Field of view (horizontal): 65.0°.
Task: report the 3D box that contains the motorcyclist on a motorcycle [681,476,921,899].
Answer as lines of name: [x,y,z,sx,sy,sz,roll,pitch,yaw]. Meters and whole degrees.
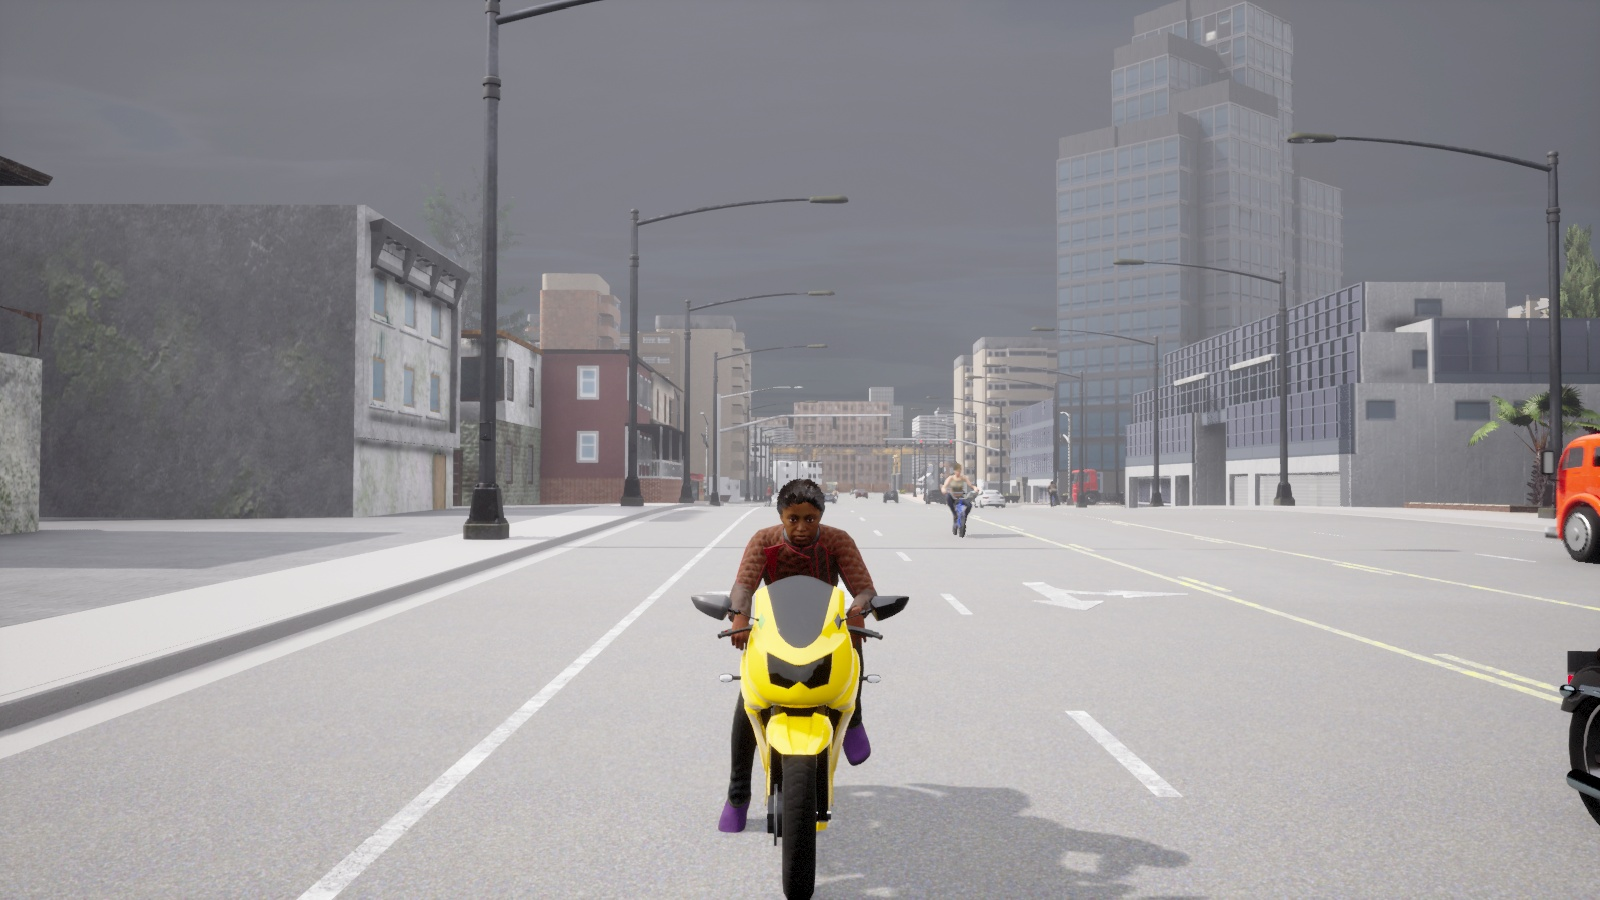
motorcyclist on a motorcycle: [0.010,0.876,5.219,0.797,1.523,2.044,0,-1,0]

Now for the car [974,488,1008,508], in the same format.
car: [14.162,3.577,93.469,1.812,1.442,4.674,0,-2,0]

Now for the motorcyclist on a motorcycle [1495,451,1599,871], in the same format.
motorcyclist on a motorcycle: [3.517,0.821,4.476,0.766,1.649,2.350,0,-1,0]

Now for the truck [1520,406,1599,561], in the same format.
truck: [14.039,0.526,19.587,2.627,2.467,5.204,0,-1,0]

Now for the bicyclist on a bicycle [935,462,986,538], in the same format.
bicyclist on a bicycle: [3.503,1.076,27.529,0.866,1.612,1.509,0,-1,-1]
